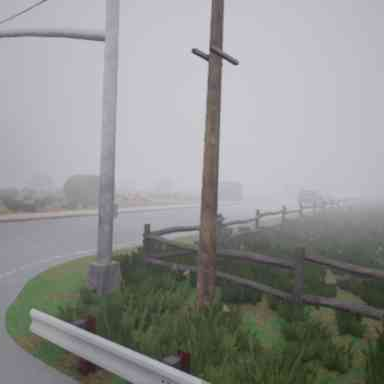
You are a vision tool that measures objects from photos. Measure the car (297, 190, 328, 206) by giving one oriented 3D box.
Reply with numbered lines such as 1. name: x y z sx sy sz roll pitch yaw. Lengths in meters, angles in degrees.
1. car: 15.031 0.761 42.088 2.150 2.045 5.566 3 2 34

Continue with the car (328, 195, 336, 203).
1. car: 20.776 1.082 50.991 1.994 1.385 4.181 3 2 33

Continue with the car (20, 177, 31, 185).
1. car: -39.571 -2.654 79.450 1.905 1.878 3.866 8 2 -13
